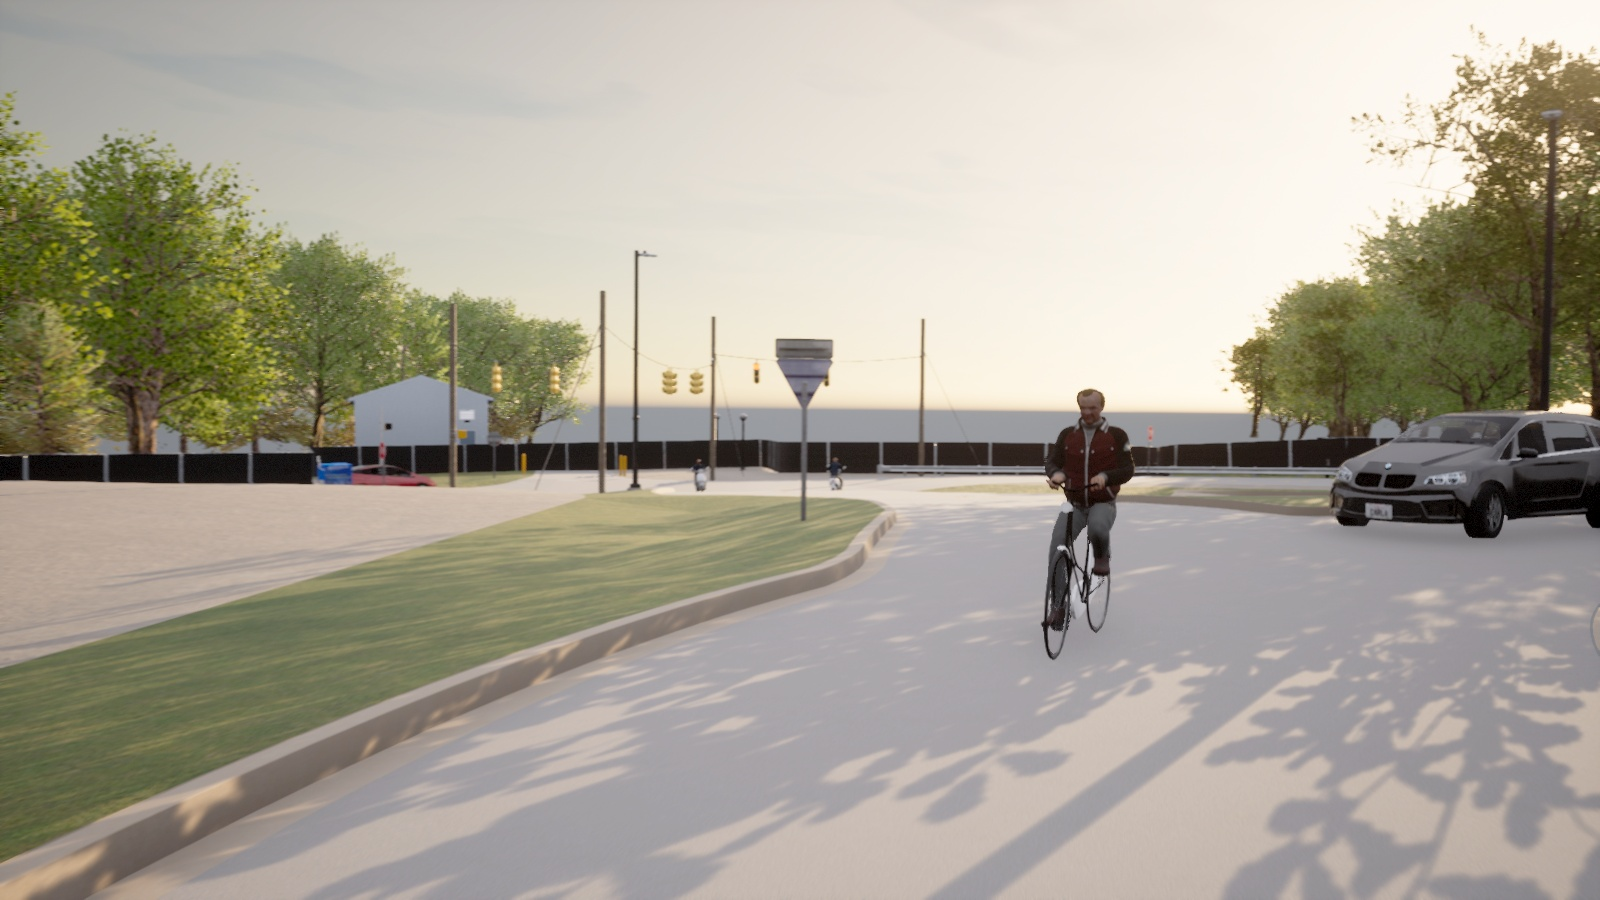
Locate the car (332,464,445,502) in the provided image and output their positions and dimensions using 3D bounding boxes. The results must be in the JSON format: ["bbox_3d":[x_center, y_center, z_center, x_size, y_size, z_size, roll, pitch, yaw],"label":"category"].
[{"bbox_3d":[-18.755,1.491,57.292,4.514,1.525,2.007,-1,2,-36],"label":"car"}]

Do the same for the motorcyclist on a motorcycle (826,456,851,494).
[{"bbox_3d":[1.721,1.075,55.418,0.866,1.590,1.817,1,2,9],"label":"motorcyclist on a motorcycle"}]

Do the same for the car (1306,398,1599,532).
[{"bbox_3d":[9.636,0.118,17.751,4.611,1.667,2.242,-1,2,-30],"label":"car"}]

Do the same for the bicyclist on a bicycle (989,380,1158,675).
[{"bbox_3d":[1.897,0.435,8.509,0.659,1.776,1.843,2,2,26],"label":"bicyclist on a bicycle"}]

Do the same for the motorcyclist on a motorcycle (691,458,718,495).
[{"bbox_3d":[-4.386,1.208,57.607,0.866,1.590,1.817,-4,2,-13],"label":"motorcyclist on a motorcycle"}]
